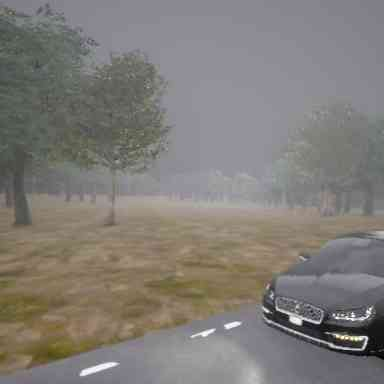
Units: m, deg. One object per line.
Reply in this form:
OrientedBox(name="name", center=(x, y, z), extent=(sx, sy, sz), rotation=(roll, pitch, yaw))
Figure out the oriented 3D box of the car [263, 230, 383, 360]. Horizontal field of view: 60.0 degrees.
OrientedBox(name="car", center=(3.326, 1.517, 6.025), extent=(4.892, 1.490, 1.837), rotation=(1, 0, -38))
